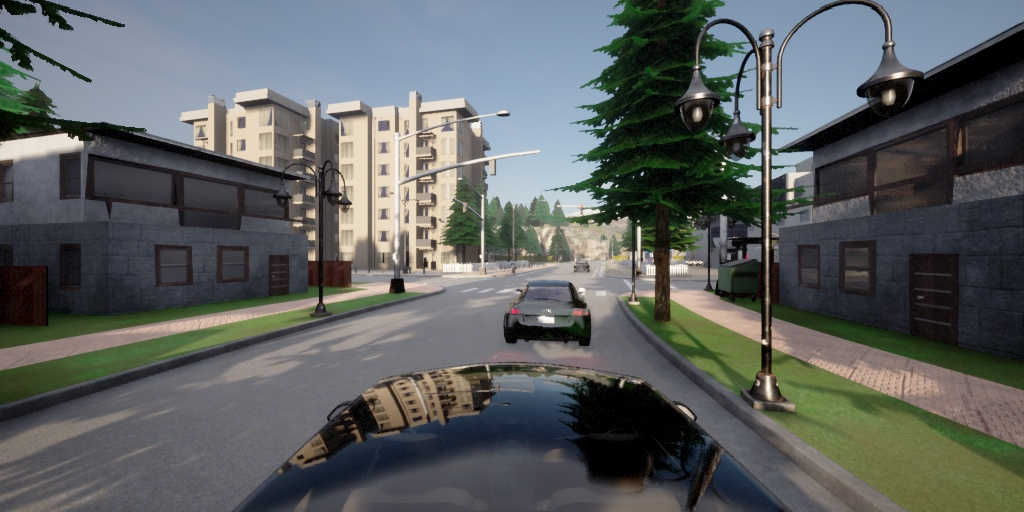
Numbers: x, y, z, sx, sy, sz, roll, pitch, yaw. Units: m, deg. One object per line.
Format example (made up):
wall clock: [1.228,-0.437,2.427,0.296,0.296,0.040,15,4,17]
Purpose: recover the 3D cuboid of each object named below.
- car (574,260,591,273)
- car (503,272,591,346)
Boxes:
car: [8.793,1.276,44.999,2.128,1.511,4.902,0,0,14]
car: [1.011,1.314,9.513,1.994,1.385,4.181,0,0,9]
